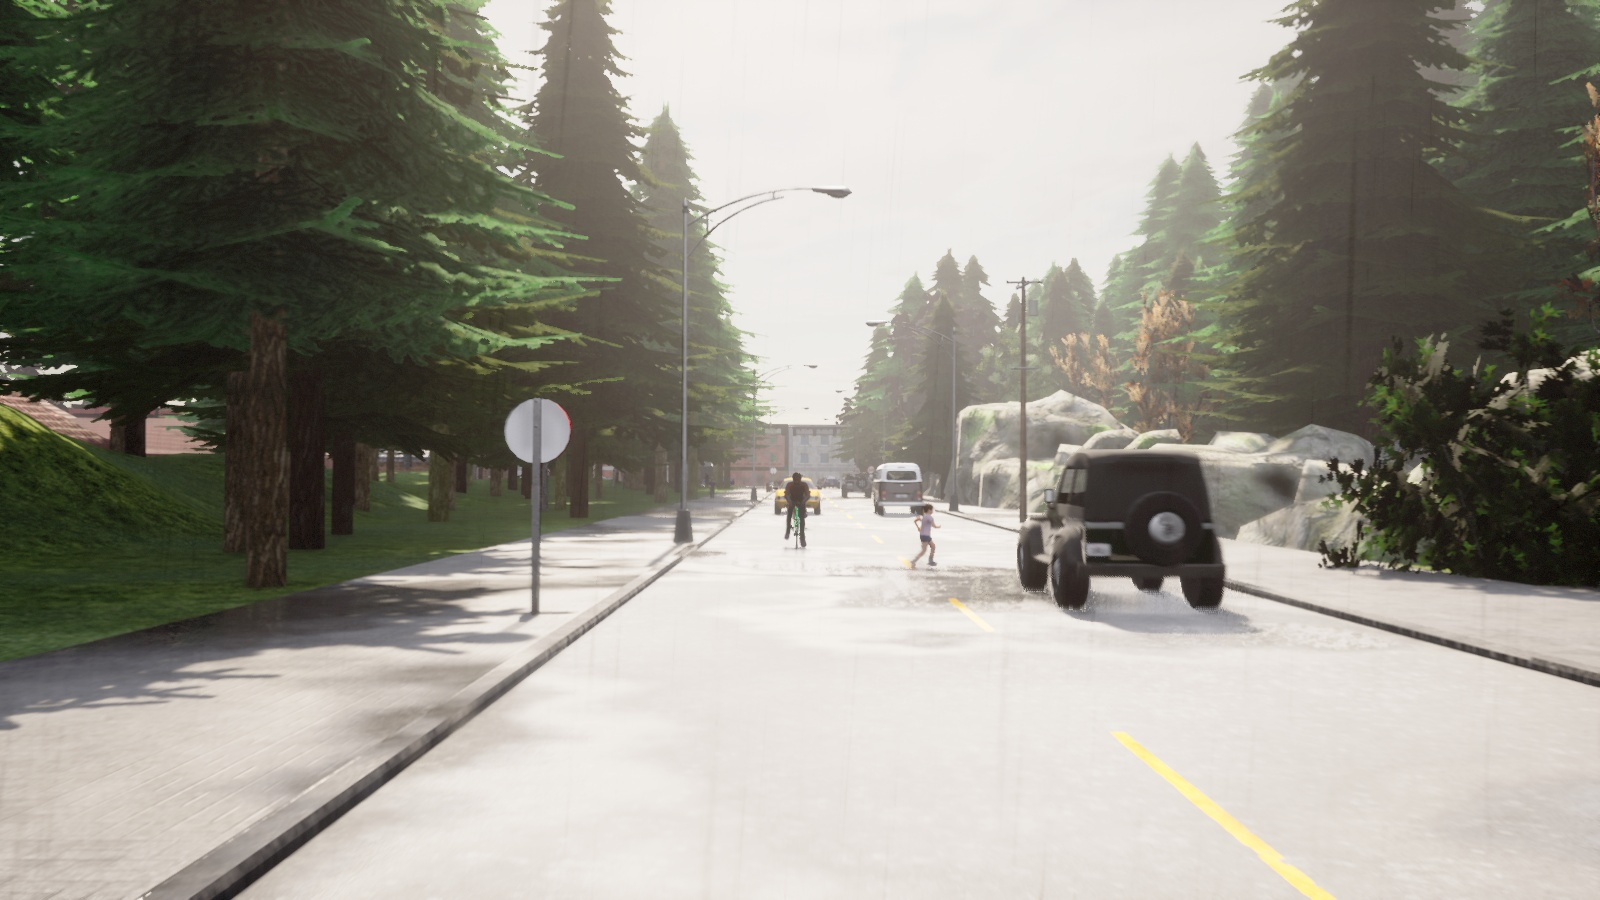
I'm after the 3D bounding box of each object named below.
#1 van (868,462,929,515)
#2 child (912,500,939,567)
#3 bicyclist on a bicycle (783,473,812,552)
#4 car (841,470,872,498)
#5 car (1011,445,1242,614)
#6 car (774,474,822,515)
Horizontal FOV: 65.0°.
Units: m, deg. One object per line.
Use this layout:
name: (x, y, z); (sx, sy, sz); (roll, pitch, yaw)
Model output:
van: (3.917, 1.518, 50.595); (2.069, 2.038, 4.480); (0, -1, 0)
child: (2.101, 1.393, 21.025); (0.394, 1.110, 0.255); (0, -1, -11)
bicyclist on a bicycle: (-0.056, 1.295, 26.647); (0.582, 1.620, 1.656); (0, -1, 0)
car: (3.878, 2.311, 86.341); (1.932, 1.855, 4.605); (0, -1, 0)
car: (3.960, 0.913, 15.932); (1.905, 1.878, 3.866); (0, -1, 0)
car: (-0.083, 1.754, 50.810); (1.801, 1.575, 5.366); (0, -1, 0)
